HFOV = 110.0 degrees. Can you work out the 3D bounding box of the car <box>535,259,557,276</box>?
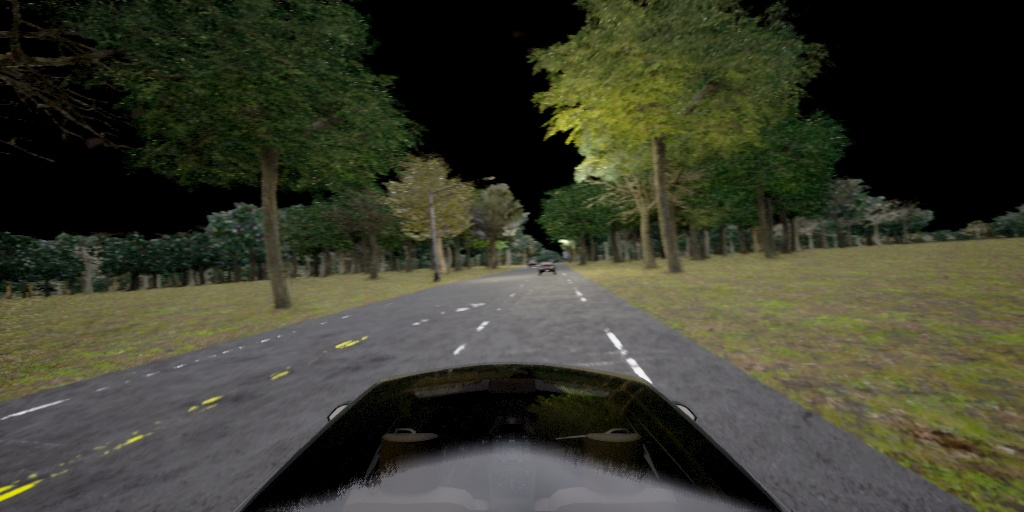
[{"bbox_3d":[3.894,1.301,39.716,1.837,1.490,4.892,-5,-1,6],"label":"car"}]
